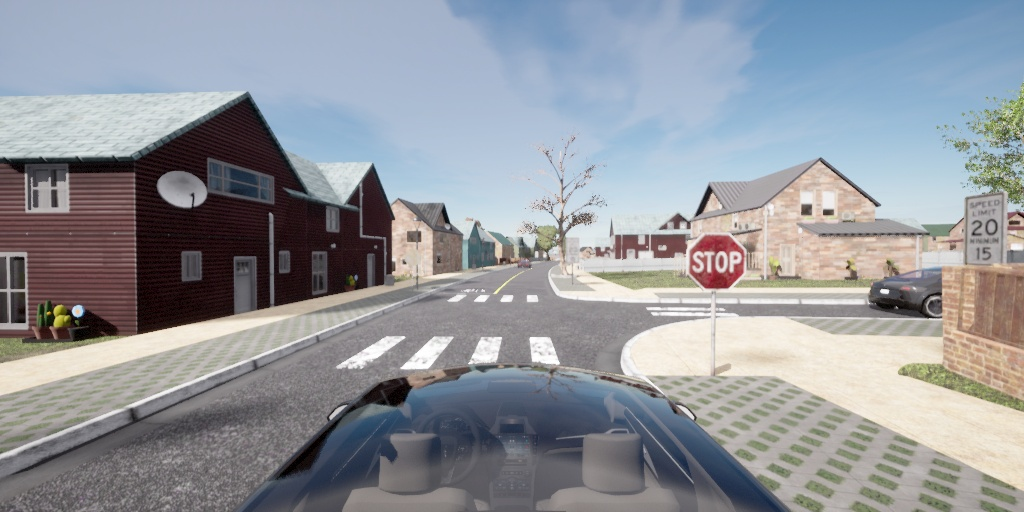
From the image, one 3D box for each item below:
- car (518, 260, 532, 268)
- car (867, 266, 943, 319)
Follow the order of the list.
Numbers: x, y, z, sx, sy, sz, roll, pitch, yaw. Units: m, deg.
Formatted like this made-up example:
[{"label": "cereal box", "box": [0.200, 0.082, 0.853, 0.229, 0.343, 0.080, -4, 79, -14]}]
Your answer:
[{"label": "car", "box": [2.128, 1.285, 59.028, 1.994, 1.385, 4.181, 0, 0, 9]}, {"label": "car", "box": [13.231, 1.001, 10.394, 4.181, 1.385, 1.994, -1, 0, 13]}]
